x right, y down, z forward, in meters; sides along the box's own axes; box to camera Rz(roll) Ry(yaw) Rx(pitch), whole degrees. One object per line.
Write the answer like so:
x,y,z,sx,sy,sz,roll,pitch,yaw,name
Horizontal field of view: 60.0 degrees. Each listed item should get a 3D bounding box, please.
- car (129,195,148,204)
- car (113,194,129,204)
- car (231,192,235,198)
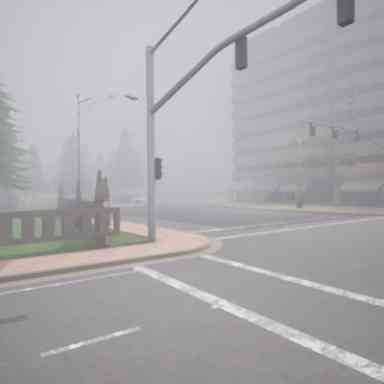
-7.940,1.130,51.802,1.812,1.442,4.674,-1,0,2,car
-11.325,1.121,53.706,2.128,1.511,4.902,-1,0,4,car
11.668,0.640,81.365,4.674,1.442,1.812,-1,1,-35,car
